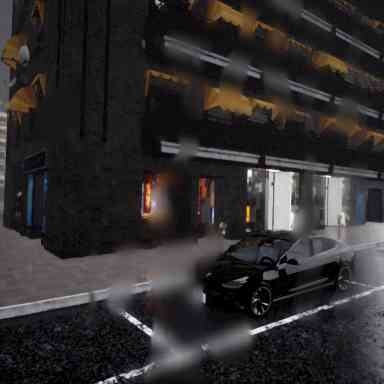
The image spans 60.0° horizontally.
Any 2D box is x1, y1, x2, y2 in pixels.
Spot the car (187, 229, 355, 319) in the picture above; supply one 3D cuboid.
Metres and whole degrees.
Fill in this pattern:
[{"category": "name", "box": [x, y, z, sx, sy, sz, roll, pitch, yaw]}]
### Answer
[{"category": "car", "box": [1.934, 1.570, 7.448, 4.313, 1.339, 1.947, 0, 2, -35]}]
